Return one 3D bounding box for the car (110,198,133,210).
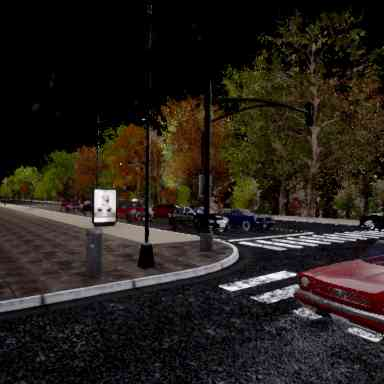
[{"bbox_3d":[-11.586,1.934,54.709,2.097,1.767,4.553,1,-1,-34],"label":"car"}]

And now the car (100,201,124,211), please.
[{"bbox_3d":[-11.972,2.023,49.526,1.812,1.442,4.674,1,-1,-34],"label":"car"}]

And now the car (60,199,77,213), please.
[{"bbox_3d":[-15.725,1.731,43.375,2.097,1.767,4.553,1,-1,-34],"label":"car"}]

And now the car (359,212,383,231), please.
[{"bbox_3d":[12.562,1.654,19.885,1.837,1.490,4.892,1,-1,-35],"label":"car"}]

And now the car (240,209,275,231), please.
[{"bbox_3d":[3.117,1.732,21.764,1.895,1.301,4.718,1,-1,-35],"label":"car"}]

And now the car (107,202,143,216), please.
[{"bbox_3d":[-7.559,1.870,37.215,2.033,1.411,5.357,1,-1,-34],"label":"car"}]

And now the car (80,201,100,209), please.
[{"bbox_3d":[-17.843,2.202,57.967,1.895,1.301,4.718,1,-1,-35],"label":"car"}]

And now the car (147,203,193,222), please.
[{"bbox_3d":[-2.036,1.749,29.220,1.812,1.442,4.674,1,-1,-35],"label":"car"}]

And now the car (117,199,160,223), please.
[{"bbox_3d":[-4.923,1.536,27.686,2.097,1.767,4.553,1,-1,-35],"label":"car"}]

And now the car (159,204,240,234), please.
[{"bbox_3d":[0.294,1.581,20.113,2.128,1.511,4.902,1,-1,-34],"label":"car"}]

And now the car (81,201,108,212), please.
[{"bbox_3d":[-13.555,1.979,45.955,2.033,1.411,5.357,1,-1,-34],"label":"car"}]

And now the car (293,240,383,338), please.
[{"bbox_3d":[4.134,1.559,6.078,4.718,1.301,1.895,-1,0,-29],"label":"car"}]

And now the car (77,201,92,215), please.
[{"bbox_3d":[-10.125,1.769,35.218,2.128,1.511,4.902,1,-1,-35],"label":"car"}]
